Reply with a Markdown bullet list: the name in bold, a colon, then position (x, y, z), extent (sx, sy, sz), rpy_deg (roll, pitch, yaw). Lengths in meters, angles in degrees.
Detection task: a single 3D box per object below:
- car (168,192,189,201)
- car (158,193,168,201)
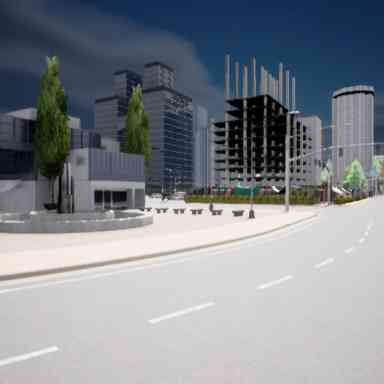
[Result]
- **car**: position (-3.184, 1.349, 78.133), extent (1.970, 1.475, 3.806), rpy_deg (0, 0, 32)
- **car**: position (-5.645, 1.110, 79.658), extent (1.905, 1.878, 3.866), rpy_deg (0, 0, 32)
